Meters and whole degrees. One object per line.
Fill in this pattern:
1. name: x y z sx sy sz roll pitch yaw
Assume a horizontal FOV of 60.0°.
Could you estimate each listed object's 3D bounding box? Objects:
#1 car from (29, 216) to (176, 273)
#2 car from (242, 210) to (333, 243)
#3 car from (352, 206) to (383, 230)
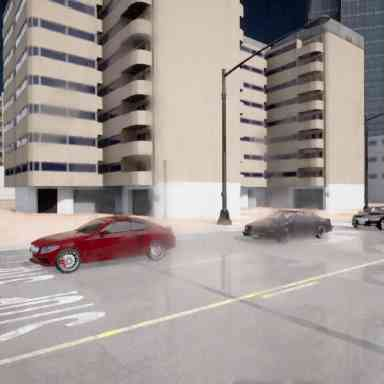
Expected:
1. car: -2.687 1.529 10.779 4.674 1.442 1.812 0 0 -38
2. car: 4.963 1.636 16.674 5.357 1.411 2.033 1 0 -38
3. car: 12.770 1.726 22.670 4.902 1.511 2.128 1 -1 -38
